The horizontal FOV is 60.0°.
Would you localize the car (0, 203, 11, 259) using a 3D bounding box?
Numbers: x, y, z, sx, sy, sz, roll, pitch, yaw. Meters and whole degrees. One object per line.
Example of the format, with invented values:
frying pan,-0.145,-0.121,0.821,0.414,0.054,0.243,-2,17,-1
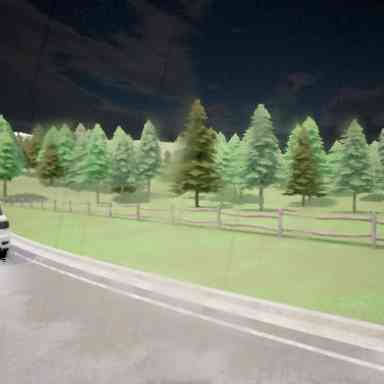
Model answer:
car,-8.113,1.211,11.662,2.150,2.045,5.566,0,-1,-43
